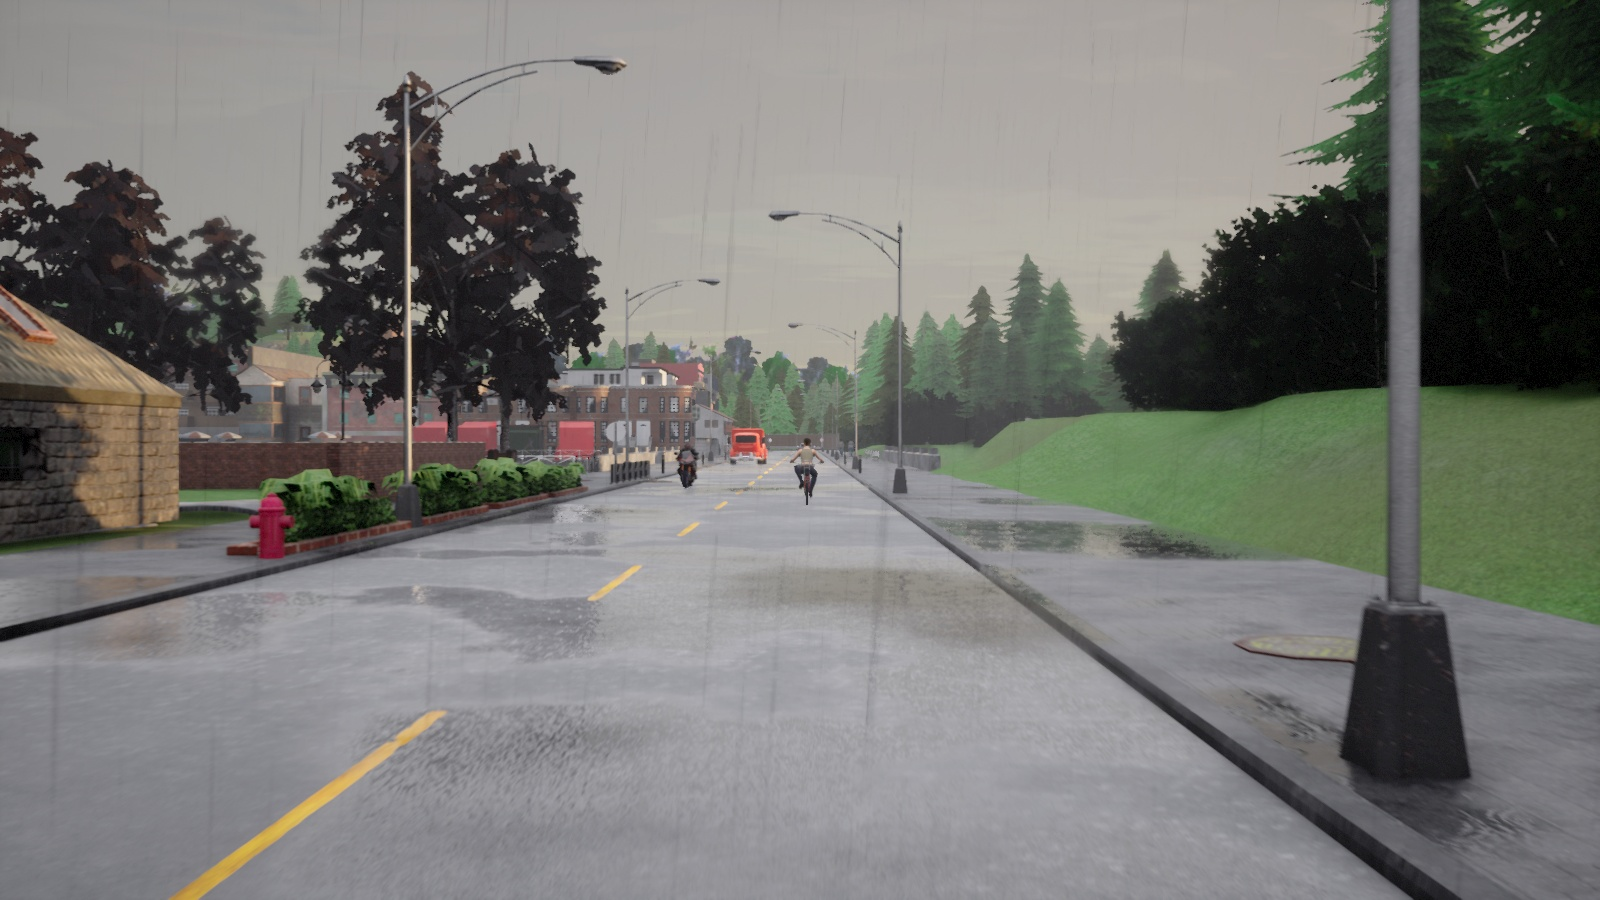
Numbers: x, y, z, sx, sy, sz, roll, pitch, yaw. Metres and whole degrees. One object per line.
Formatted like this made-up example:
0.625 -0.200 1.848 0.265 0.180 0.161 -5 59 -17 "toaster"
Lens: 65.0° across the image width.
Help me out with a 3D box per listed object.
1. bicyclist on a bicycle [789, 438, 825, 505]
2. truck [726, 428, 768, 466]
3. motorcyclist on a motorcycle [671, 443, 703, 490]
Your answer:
0.169 0.510 30.706 0.866 1.612 1.509 0 0 0 "bicyclist on a bicycle"
-3.564 -0.223 85.097 2.627 2.467 5.204 0 0 0 "truck"
-3.776 0.541 42.052 0.866 1.530 2.191 0 0 0 "motorcyclist on a motorcycle"
